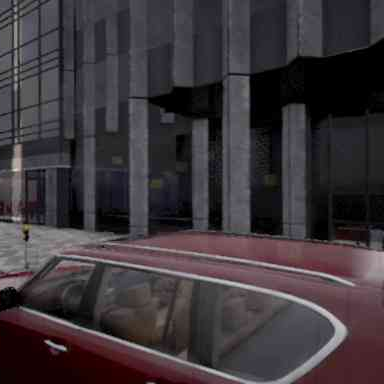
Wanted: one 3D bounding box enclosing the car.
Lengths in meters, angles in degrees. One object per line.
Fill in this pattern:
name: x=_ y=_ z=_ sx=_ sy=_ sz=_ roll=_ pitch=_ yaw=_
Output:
car: x=-0.351 y=1.305 z=3.107 sx=5.009 sy=1.841 sz=2.192 roll=0 pitch=0 yaw=35
